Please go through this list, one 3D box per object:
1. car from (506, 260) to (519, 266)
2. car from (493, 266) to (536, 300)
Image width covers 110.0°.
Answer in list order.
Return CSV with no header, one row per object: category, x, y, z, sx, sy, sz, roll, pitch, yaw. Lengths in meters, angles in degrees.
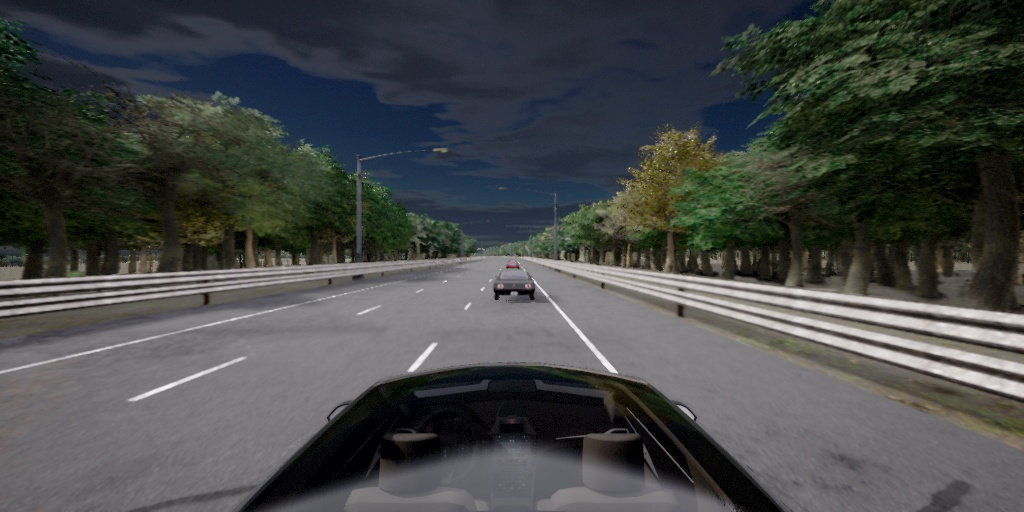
car,0.104,1.268,55.849,1.994,1.385,4.181,0,0,0
car,0.101,1.346,17.771,1.895,1.301,4.718,0,0,0
